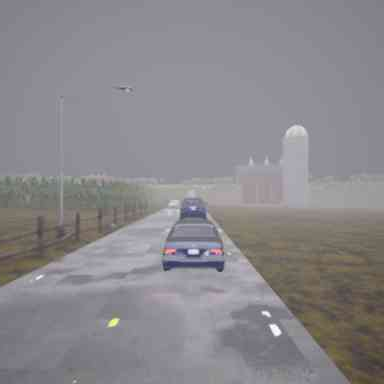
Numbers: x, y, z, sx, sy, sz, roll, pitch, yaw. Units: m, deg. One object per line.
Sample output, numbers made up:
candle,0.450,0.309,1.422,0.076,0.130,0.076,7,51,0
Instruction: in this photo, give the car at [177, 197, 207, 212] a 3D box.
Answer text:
car,0.115,1.438,28.785,2.150,2.045,5.566,0,0,1

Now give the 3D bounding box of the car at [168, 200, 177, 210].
car,-2.733,2.014,52.745,1.812,1.442,4.674,0,-1,0

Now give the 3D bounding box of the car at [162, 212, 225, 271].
car,0.062,1.616,11.167,2.033,1.411,5.357,0,0,1
